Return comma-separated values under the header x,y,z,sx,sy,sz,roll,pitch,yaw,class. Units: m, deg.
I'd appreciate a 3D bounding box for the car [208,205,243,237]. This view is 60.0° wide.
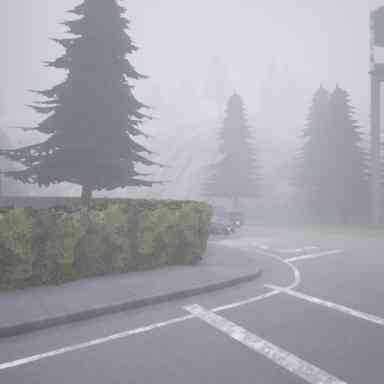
x,y,z,sx,sy,sz,roll,pitch,yaw,class
0.304,1.679,19.146,1.837,1.490,4.892,0,0,-43,car
